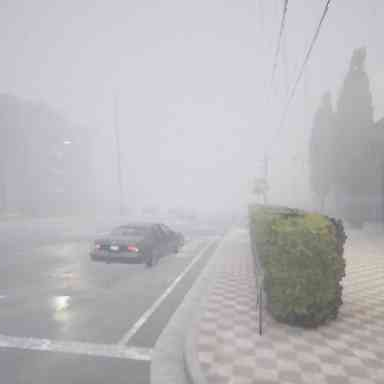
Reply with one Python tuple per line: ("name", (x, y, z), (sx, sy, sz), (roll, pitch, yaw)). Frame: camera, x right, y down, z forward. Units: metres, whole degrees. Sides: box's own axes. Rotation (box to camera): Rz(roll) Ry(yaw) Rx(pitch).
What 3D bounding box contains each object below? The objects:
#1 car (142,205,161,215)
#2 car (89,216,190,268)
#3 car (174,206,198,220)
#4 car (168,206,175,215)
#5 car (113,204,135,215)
("car", (-6.036, 2.654, 49.867), (1.812, 1.442, 4.674), (1, -2, 10))
("car", (-1.787, 1.835, 12.582), (2.033, 1.411, 5.357), (1, -1, 14))
("car", (-0.487, 2.540, 40.462), (1.812, 1.442, 4.674), (1, -1, 9))
("car", (-2.295, 2.803, 51.013), (1.994, 1.385, 4.181), (1, -1, 10))
("car", (-9.841, 2.499, 48.384), (2.128, 1.511, 4.902), (1, -1, 10))
